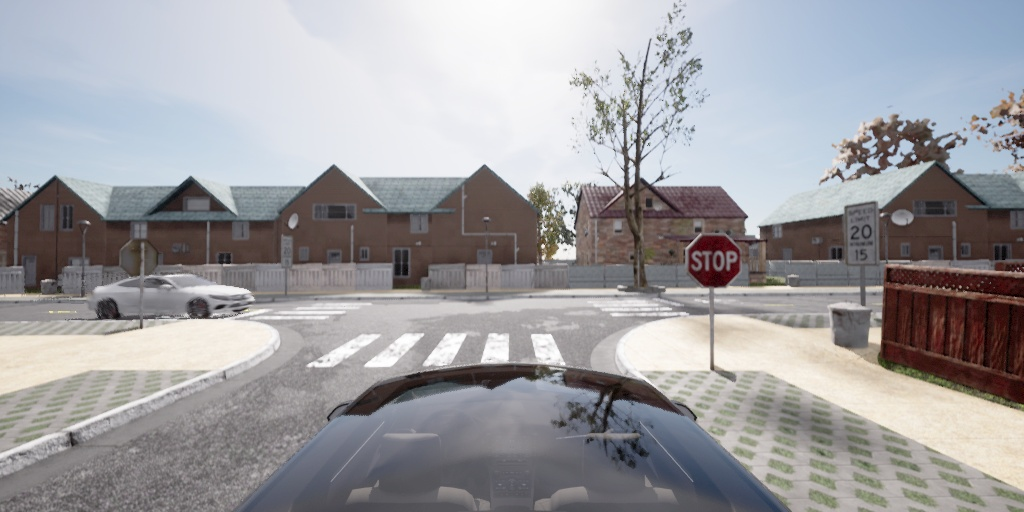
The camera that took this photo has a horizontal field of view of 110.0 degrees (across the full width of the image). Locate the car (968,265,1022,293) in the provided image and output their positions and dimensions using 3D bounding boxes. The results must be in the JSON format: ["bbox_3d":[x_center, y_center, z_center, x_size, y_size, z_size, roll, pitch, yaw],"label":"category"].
[{"bbox_3d":[22.145,1.043,14.965,4.674,1.442,1.812,-1,-1,0],"label":"car"}]

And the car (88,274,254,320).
[{"bbox_3d":[-11.419,1.328,12.148,4.674,1.442,1.812,0,-1,0],"label":"car"}]
